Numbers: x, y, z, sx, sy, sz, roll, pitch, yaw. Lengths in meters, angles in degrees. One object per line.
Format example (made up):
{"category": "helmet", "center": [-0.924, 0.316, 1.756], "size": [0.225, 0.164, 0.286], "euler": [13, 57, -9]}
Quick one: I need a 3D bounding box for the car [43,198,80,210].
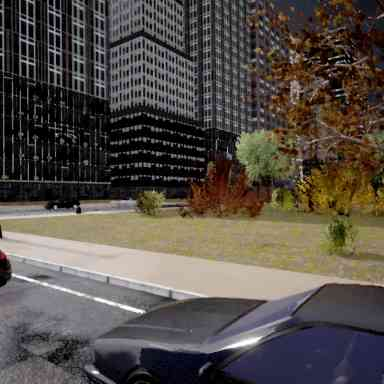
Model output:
{"category": "car", "center": [-17.388, 1.610, 44.511], "size": [1.837, 1.490, 4.892], "euler": [-1, -1, 37]}

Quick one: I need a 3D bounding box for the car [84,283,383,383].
{"category": "car", "center": [1.481, 1.547, 2.622], "size": [5.357, 1.411, 2.033], "euler": [0, 0, 36]}

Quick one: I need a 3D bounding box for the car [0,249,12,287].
{"category": "car", "center": [-6.189, 1.565, 8.069], "size": [4.181, 1.385, 1.994], "euler": [0, 0, 37]}

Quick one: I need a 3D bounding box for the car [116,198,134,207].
{"category": "car", "center": [-10.149, 1.645, 54.103], "size": [1.812, 1.442, 4.674], "euler": [-1, 0, 37]}
